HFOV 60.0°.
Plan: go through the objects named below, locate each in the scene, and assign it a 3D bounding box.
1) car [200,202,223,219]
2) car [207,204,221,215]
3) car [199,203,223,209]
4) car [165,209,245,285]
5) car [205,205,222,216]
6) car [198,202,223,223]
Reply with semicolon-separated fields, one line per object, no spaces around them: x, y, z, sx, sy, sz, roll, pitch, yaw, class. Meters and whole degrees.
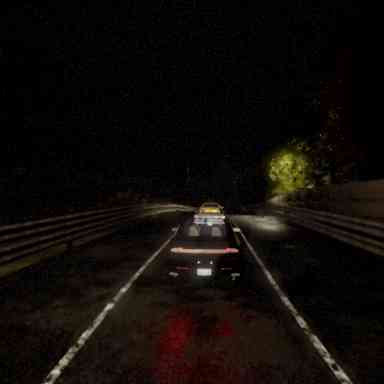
2.011;1.829;33.751;2.128;1.511;4.902;0;-2;4;car
3.308;2.610;49.162;1.882;1.535;5.008;0;-4;6;car
1.152;1.618;21.487;1.895;1.301;4.718;0;-1;4;car
0.386;1.460;9.406;2.128;1.511;4.902;0;0;3;car
2.570;2.200;39.844;1.895;1.301;4.718;0;-3;3;car
1.572;1.620;27.594;1.882;1.535;5.008;0;-2;4;car
